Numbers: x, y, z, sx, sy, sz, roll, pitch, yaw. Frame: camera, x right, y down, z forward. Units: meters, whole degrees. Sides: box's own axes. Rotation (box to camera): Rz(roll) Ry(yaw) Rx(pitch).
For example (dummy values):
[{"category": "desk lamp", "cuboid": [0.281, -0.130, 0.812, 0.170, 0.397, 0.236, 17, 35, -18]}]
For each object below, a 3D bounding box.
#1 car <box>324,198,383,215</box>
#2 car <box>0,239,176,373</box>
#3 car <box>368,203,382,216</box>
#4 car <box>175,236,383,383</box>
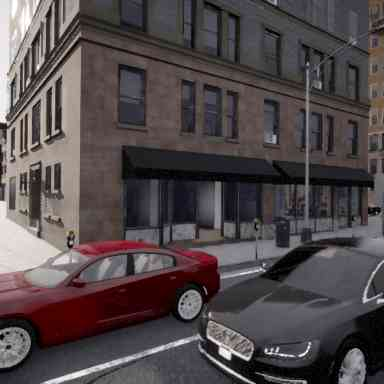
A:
[{"category": "car", "cuboid": [16.242, 1.411, 33.322, 2.033, 1.411, 5.357, 1, 0, -35]}, {"category": "car", "cuboid": [-1.564, 1.545, 5.638, 4.507, 1.381, 1.887, 0, 1, -35]}, {"category": "car", "cuboid": [14.477, 1.443, 30.170, 1.895, 1.301, 4.718, 1, 0, -35]}, {"category": "car", "cuboid": [2.343, 1.506, 5.025, 4.892, 1.490, 1.837, 0, 0, -35]}]
